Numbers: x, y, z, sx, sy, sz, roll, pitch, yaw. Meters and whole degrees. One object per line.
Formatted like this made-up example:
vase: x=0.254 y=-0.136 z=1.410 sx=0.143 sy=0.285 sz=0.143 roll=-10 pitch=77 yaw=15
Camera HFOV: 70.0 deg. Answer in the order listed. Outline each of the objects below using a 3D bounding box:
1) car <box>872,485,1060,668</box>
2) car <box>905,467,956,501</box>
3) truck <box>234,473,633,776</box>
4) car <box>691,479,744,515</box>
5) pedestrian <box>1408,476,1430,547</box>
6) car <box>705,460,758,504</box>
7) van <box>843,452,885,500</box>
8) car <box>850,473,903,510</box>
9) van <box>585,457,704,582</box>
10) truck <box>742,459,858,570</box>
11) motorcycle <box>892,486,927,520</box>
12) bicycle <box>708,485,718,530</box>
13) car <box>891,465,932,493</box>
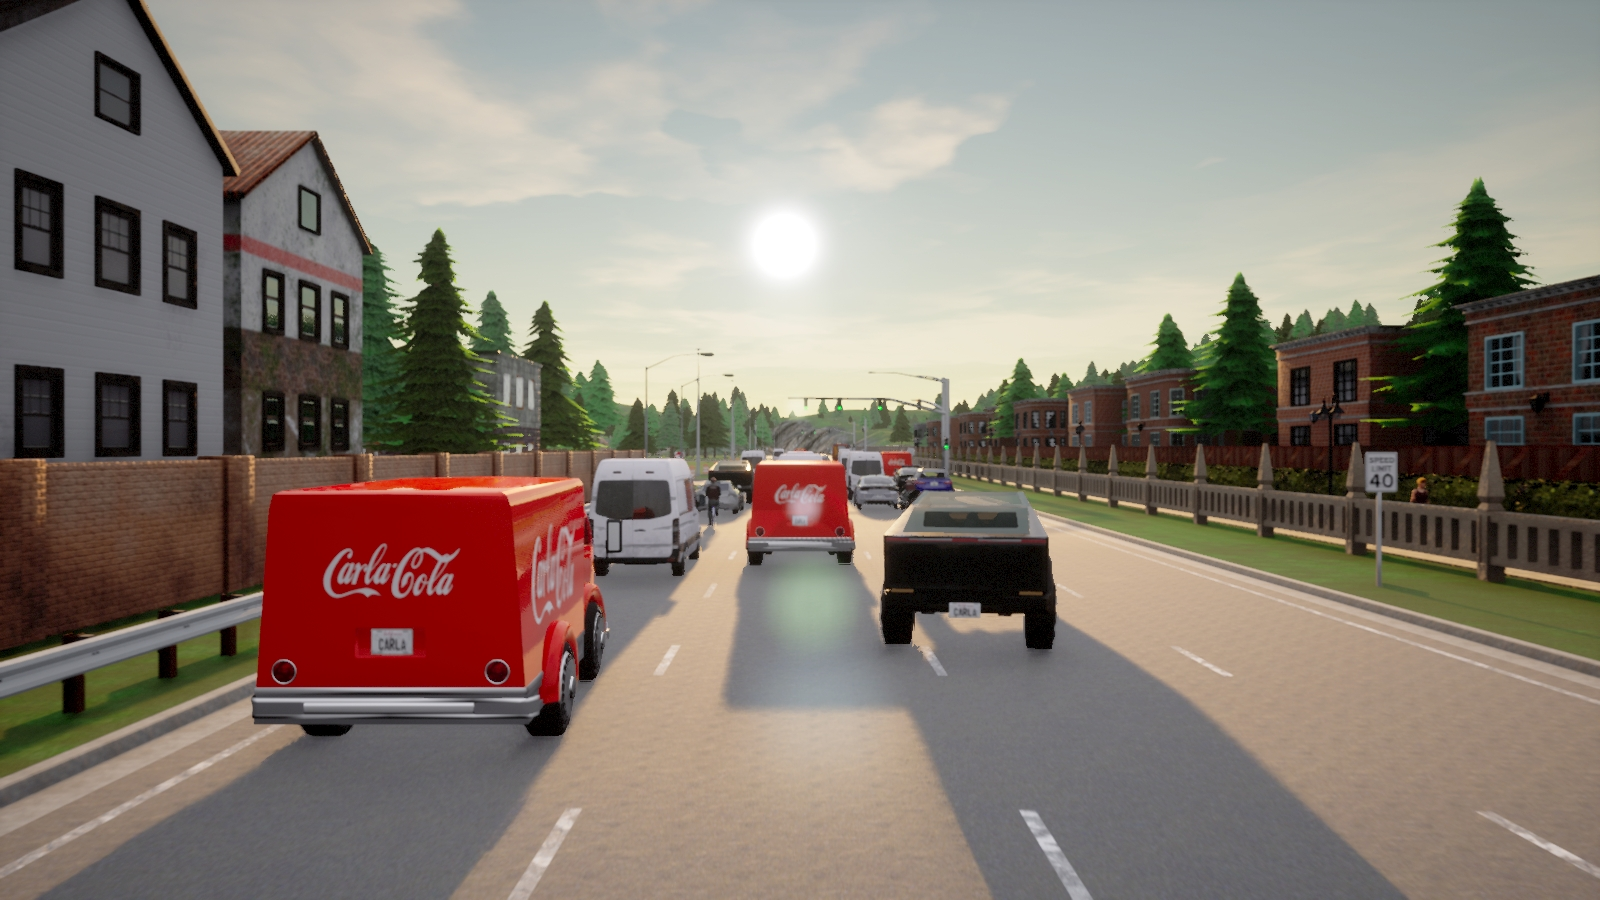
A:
car: x=2.681 y=1.707 z=17.790 sx=2.390 sy=2.098 sz=6.274 roll=0 pitch=0 yaw=10
car: x=7.010 y=1.815 z=61.703 sx=2.242 sy=1.667 sz=4.611 roll=0 pitch=0 yaw=0
truck: x=-3.499 y=1.534 z=12.314 sx=2.627 sy=2.467 sz=5.204 roll=0 pitch=0 yaw=0
car: x=-3.516 y=1.995 z=49.448 sx=1.994 sy=1.385 sz=4.181 roll=0 pitch=0 yaw=0
pedestrian: x=16.396 y=1.624 z=30.264 sx=0.375 sy=1.860 sz=0.375 roll=0 pitch=0 yaw=0
car: x=-3.490 y=1.606 z=59.572 sx=2.390 sy=2.098 sz=6.274 roll=0 pitch=0 yaw=0
van: x=3.515 y=1.377 z=63.450 sx=1.988 sy=2.561 sz=5.915 roll=0 pitch=0 yaw=0
car: x=3.506 y=1.902 z=53.258 sx=2.097 sy=1.535 sz=5.006 roll=0 pitch=0 yaw=0
van: x=-3.500 y=1.466 z=26.835 sx=1.988 sy=2.561 sz=5.915 roll=0 pitch=0 yaw=0
truck: x=0.004 y=1.494 z=28.560 sx=2.627 sy=2.467 sz=5.204 roll=0 pitch=0 yaw=0
motorcycle: x=4.369 y=2.091 z=45.747 sx=0.867 sy=1.251 sz=2.209 roll=0 pitch=0 yaw=-10
bicycle: x=-3.002 y=1.961 z=39.534 sx=0.329 sy=1.471 sz=1.835 roll=0 pitch=0 yaw=-5
car: x=7.010 y=1.803 z=72.624 sx=2.097 sy=1.638 sz=5.238 roll=0 pitch=0 yaw=0
